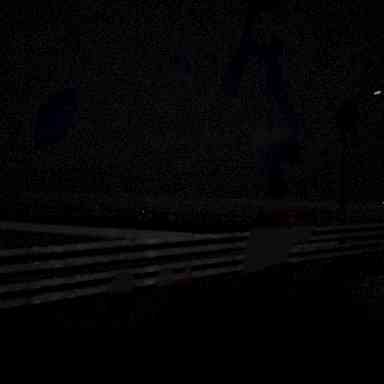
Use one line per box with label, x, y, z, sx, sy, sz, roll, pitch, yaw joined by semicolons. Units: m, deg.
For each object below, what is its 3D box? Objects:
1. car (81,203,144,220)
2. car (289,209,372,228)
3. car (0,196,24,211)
car;-5.979;1.539;25.468;4.718;1.301;1.895;1;-1;15
car;9.226;1.894;22.381;5.357;1.411;2.033;2;-1;6
car;-19.442;1.159;34.044;4.902;1.511;2.128;1;-1;24
